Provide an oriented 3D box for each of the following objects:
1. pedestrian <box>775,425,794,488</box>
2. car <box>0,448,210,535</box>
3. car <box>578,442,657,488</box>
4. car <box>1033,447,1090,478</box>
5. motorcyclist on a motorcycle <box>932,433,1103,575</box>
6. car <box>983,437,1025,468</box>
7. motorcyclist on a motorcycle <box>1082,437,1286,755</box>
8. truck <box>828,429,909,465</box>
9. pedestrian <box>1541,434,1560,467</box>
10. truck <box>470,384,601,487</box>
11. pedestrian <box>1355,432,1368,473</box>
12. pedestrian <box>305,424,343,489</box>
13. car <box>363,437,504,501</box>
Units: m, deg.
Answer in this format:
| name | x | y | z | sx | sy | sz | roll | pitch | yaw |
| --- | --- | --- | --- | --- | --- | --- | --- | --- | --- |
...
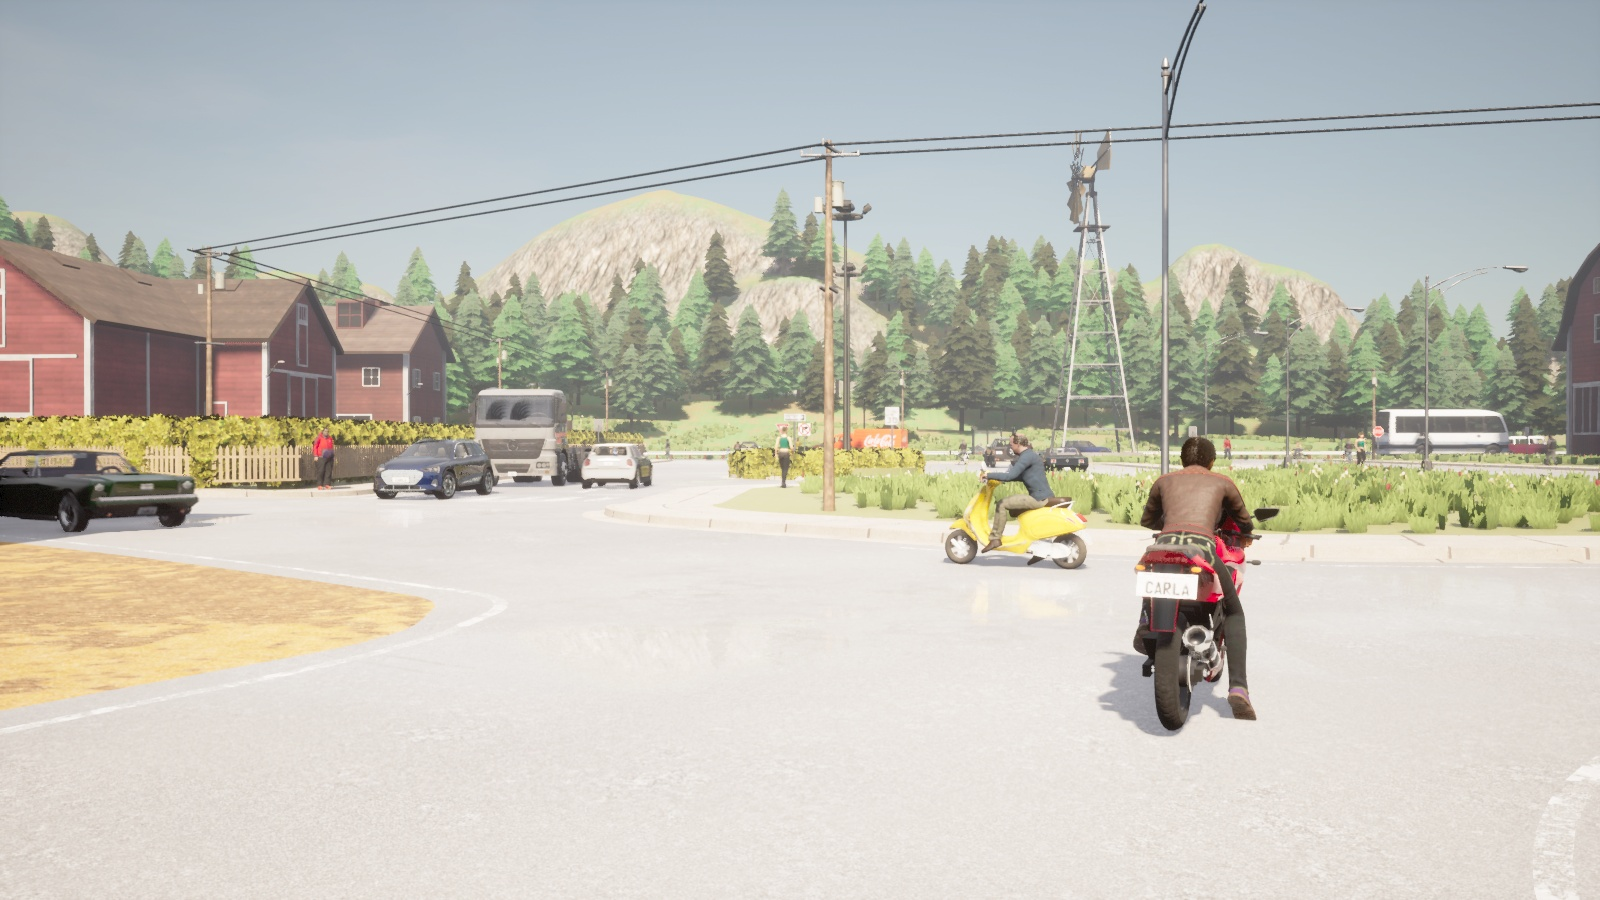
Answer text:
| name | x | y | z | sx | sy | sz | roll | pitch | yaw |
| --- | --- | --- | --- | --- | --- | --- | --- | --- | --- |
| pedestrian | -0.458 | 0.191 | 37.328 | 0.345 | 1.836 | 0.594 | 0 | 0 | 21 |
| car | -12.332 | 0.638 | 21.430 | 4.718 | 1.301 | 1.895 | 1 | 1 | 33 |
| car | -6.116 | 0.467 | 42.459 | 1.970 | 1.475 | 3.806 | 0 | 0 | 2 |
| car | 11.759 | 0.536 | 56.756 | 1.895 | 1.301 | 4.718 | 0 | 0 | 4 |
| motorcyclist on a motorcycle | 2.569 | 0.598 | 14.846 | 1.817 | 1.590 | 0.866 | 0 | 1 | 27 |
| car | 12.314 | 0.144 | 76.015 | 1.932 | 1.855 | 4.605 | 0 | 0 | 2 |
| motorcyclist on a motorcycle | 2.227 | 0.687 | 7.090 | 0.797 | 1.523 | 2.044 | 0 | 1 | 26 |
| truck | 4.819 | -0.232 | 87.910 | 5.204 | 2.467 | 2.627 | 0 | 0 | 18 |
| pedestrian | 43.062 | 0.029 | 72.072 | 0.563 | 1.883 | 0.849 | 0 | 0 | -4 |
| truck | -9.491 | -0.502 | 46.017 | 2.891 | 3.462 | 7.936 | 0 | 0 | 2 |
| pedestrian | 25.170 | 0.104 | 56.295 | 0.345 | 1.836 | 0.594 | 0 | 0 | -1 |
| pedestrian | -13.682 | 0.187 | 36.093 | 0.899 | 1.844 | 0.634 | 0 | 0 | 39 |
| car | -10.056 | 0.470 | 34.895 | 2.033 | 1.649 | 4.856 | 0 | 0 | 7 |
